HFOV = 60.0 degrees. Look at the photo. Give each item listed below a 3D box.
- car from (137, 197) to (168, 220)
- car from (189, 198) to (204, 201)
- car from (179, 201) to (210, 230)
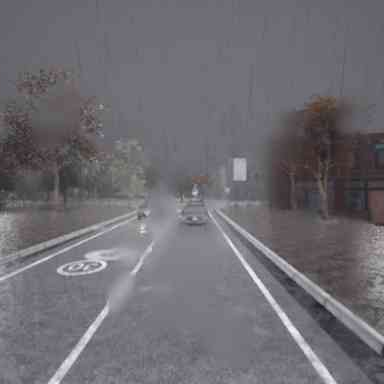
[{"bbox_3d":[-3.183,1.417,26.889,2.128,1.511,4.902,0,0,1],"label":"car"},{"bbox_3d":[0.534,1.386,37.270,2.128,1.511,4.902,0,0,5],"label":"car"},{"bbox_3d":[0.157,1.491,20.501,2.033,1.411,5.357,0,0,0],"label":"car"}]
